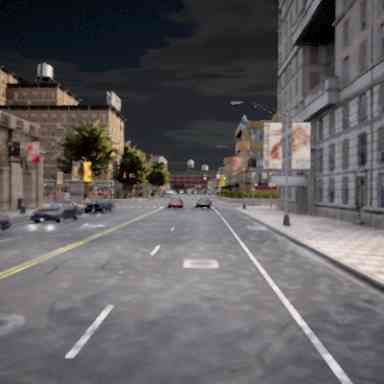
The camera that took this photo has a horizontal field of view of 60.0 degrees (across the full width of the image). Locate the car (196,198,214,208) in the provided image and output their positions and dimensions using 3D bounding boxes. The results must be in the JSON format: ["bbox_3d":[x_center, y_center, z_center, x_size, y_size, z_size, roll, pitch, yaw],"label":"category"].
[{"bbox_3d":[1.849,1.523,47.188,1.994,1.385,4.181,0,0,10],"label":"car"}]

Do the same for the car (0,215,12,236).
[{"bbox_3d":[-10.179,1.455,14.621,2.033,1.411,5.357,0,0,2],"label":"car"}]

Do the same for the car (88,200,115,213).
[{"bbox_3d":[-9.564,1.489,34.669,1.895,1.301,4.718,0,0,2],"label":"car"}]

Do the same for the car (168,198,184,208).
[{"bbox_3d":[-2.170,1.494,45.760,1.994,1.385,4.181,0,0,1],"label":"car"}]

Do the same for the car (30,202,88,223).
[{"bbox_3d":[-9.861,1.445,24.685,2.033,1.411,5.357,0,0,2],"label":"car"}]
